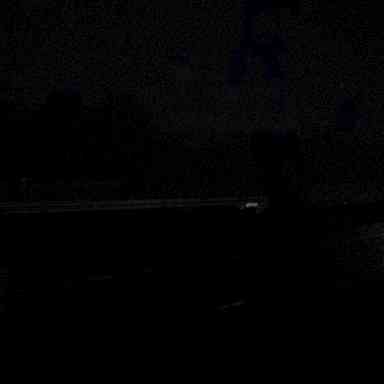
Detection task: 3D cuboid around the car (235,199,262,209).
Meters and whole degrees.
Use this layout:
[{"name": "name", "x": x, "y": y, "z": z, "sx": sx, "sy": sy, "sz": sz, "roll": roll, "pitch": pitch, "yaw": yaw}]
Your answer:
[{"name": "car", "x": 7.168, "y": 1.465, "z": 37.857, "sx": 4.718, "sy": 1.301, "sz": 1.895, "roll": -1, "pitch": 0, "yaw": -37}]

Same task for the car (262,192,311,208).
[{"name": "car", "x": 10.805, "y": 1.061, "z": 36.909, "sx": 5.566, "sy": 2.045, "sz": 2.150, "roll": -1, "pitch": 0, "yaw": -34}]

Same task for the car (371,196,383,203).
[{"name": "car", "x": 22.399, "y": 0.951, "z": 36.449, "sx": 5.566, "sy": 2.045, "sz": 2.150, "roll": -1, "pitch": 1, "yaw": -34}]

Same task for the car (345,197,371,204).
[{"name": "car", "x": 19.737, "y": 1.267, "z": 38.858, "sx": 4.674, "sy": 1.442, "sz": 1.812, "roll": -1, "pitch": 0, "yaw": -34}]
